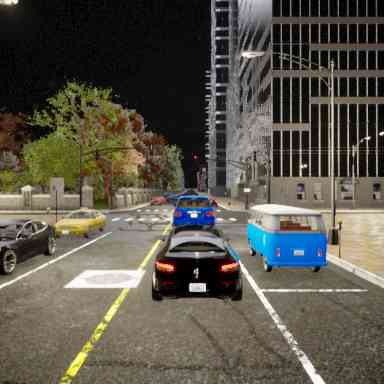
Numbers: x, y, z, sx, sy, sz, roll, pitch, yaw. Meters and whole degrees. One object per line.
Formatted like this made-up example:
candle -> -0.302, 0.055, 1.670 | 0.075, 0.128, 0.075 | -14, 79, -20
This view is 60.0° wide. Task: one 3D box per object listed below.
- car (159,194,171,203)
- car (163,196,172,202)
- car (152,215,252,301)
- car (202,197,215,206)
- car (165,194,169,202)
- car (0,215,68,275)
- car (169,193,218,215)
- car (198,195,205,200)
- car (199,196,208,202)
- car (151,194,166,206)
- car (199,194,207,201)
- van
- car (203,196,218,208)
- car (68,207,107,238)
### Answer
car -> -5.710, 1.277, 71.312 | 2.192, 1.841, 5.009 | 0, 0, 0
car -> -5.713, 1.538, 76.994 | 1.802, 1.307, 4.206 | 0, 0, 0
car -> 0.100, 1.523, 8.186 | 1.812, 1.442, 4.674 | 0, 0, 0
car -> 2.675, 1.539, 54.268 | 1.947, 1.339, 4.313 | 0, 0, 0
car -> -5.707, 1.520, 59.945 | 2.008, 1.369, 4.403 | 0, 0, 0
car -> -5.772, 1.562, 10.458 | 1.947, 1.339, 4.313 | 0, 0, 0
car -> 0.095, 1.214, 18.536 | 2.150, 2.045, 5.566 | 0, 0, 0
car -> 2.664, 1.453, 94.209 | 1.752, 1.417, 4.829 | 0, 0, 0
car -> 2.668, 1.521, 76.992 | 1.947, 1.339, 4.313 | 0, 0, 0
car -> -5.705, 1.517, 54.263 | 1.887, 1.381, 4.507 | 0, 0, 0
car -> 2.667, 1.388, 82.673 | 1.967, 1.590, 4.097 | 0, 0, 0
van -> 2.772, 1.337, 10.462 | 1.690, 1.788, 3.998 | 0, 0, 0
car -> 2.678, 1.416, 48.587 | 1.967, 1.590, 4.097 | 0, 0, 0
car -> -5.823, 1.518, 17.692 | 1.752, 1.417, 4.829 | 0, 0, 0
